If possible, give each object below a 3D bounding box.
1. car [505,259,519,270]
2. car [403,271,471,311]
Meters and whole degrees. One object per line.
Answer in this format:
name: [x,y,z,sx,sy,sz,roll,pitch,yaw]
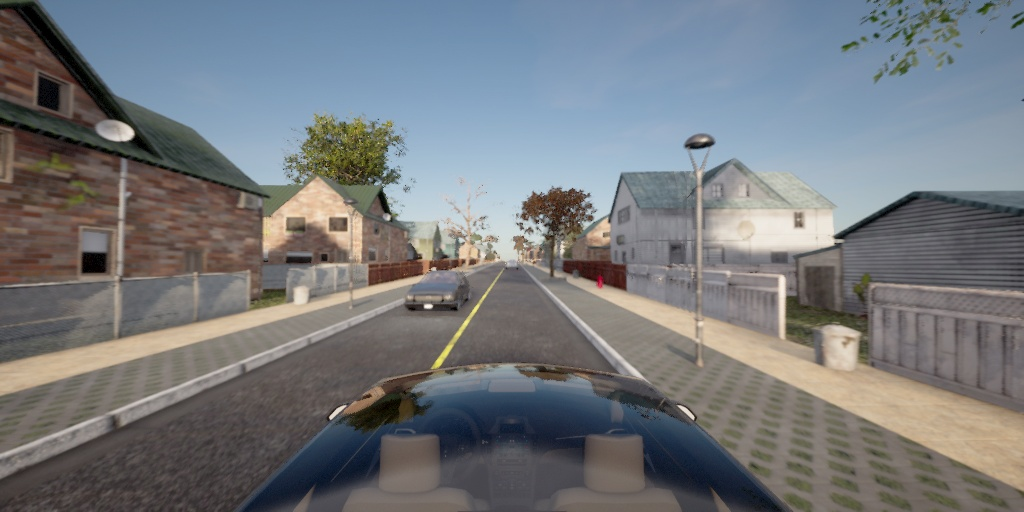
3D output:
car: [0.004,1.368,55.266,1.812,1.442,4.674,0,0,0]
car: [-2.795,1.310,14.684,2.033,1.411,5.357,0,0,1]
